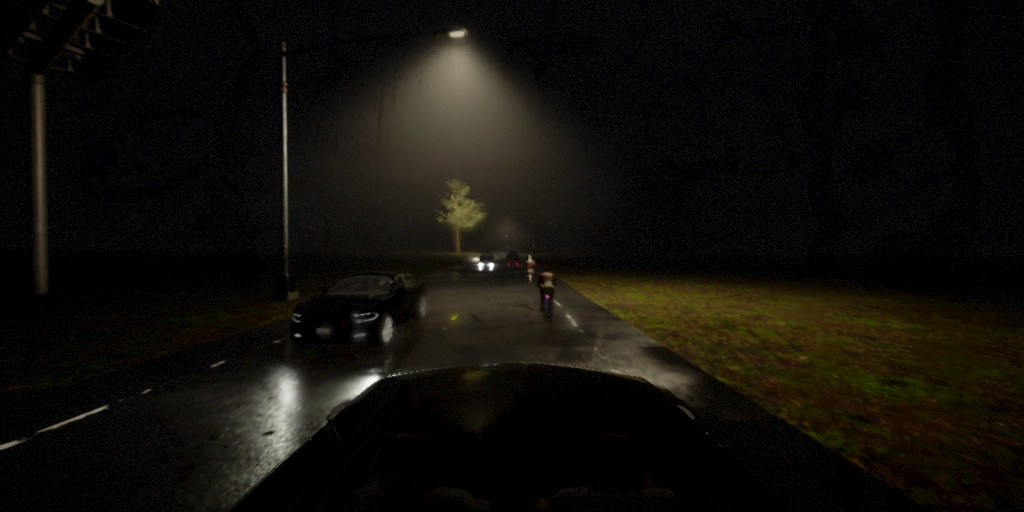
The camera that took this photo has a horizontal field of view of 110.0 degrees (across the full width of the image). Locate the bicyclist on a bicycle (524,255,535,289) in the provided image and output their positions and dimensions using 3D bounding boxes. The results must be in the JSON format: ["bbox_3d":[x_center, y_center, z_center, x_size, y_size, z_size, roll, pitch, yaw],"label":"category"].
[{"bbox_3d":[0.959,0.834,19.189,0.659,1.776,1.843,0,2,0],"label":"bicyclist on a bicycle"}]

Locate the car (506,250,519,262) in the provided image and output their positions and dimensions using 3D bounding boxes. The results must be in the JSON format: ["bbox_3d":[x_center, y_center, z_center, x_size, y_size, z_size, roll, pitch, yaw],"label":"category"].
[{"bbox_3d":[0.096,0.045,53.374,2.128,1.511,4.902,0,1,0],"label":"car"}]

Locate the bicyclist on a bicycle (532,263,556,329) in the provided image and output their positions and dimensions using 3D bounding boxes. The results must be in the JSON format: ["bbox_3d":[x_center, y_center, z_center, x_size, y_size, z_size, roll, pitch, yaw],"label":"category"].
[{"bbox_3d":[0.959,1.099,9.819,0.582,1.620,1.656,0,1,0],"label":"bicyclist on a bicycle"}]

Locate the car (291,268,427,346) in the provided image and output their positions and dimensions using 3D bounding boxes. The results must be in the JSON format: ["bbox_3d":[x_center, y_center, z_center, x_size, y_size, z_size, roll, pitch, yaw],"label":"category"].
[{"bbox_3d":[-3.599,1.130,9.339,1.882,1.535,5.008,0,1,0],"label":"car"}]

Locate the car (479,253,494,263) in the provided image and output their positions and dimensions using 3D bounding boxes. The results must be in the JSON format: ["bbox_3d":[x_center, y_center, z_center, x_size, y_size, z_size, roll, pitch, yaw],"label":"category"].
[{"bbox_3d":[-3.571,0.228,50.811,1.895,1.301,4.718,0,2,0],"label":"car"}]
